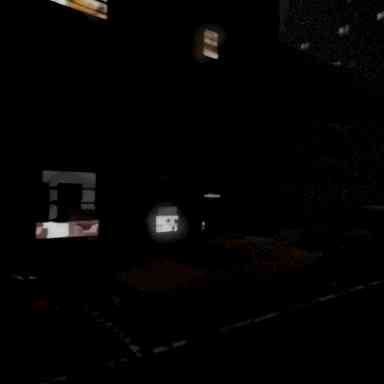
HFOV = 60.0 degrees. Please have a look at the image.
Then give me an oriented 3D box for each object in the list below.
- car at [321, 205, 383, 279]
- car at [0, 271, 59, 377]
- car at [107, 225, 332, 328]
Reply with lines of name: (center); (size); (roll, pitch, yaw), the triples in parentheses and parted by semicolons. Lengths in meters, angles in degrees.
car: (5.466, 1.367, 10.429); (5.009, 1.841, 2.192); (0, 1, -35)
car: (-3.796, 1.578, 3.834); (4.206, 1.307, 1.802); (0, 1, -35)
car: (0.695, 1.548, 7.034); (4.829, 1.417, 1.752); (0, 1, -35)
